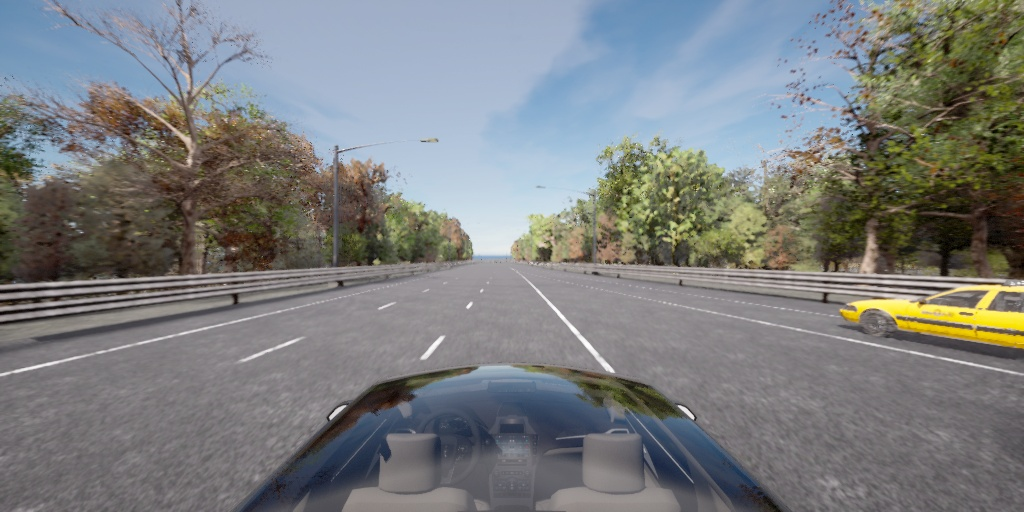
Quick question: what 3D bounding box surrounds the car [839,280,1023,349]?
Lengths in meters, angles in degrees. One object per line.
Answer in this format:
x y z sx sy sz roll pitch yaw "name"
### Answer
10.445 1.282 7.769 1.801 1.575 5.366 0 0 -11 "car"
